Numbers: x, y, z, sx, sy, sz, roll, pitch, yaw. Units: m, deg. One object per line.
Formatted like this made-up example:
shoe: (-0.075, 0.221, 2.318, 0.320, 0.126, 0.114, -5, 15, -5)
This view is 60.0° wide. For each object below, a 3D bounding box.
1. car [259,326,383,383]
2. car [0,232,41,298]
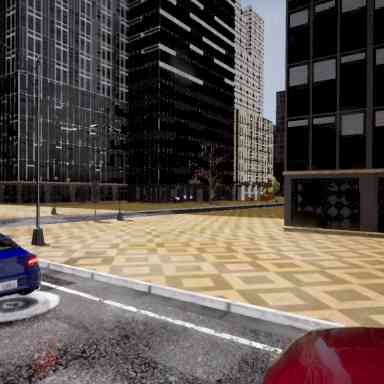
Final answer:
car: (2.419, 1.564, 1.950, 4.181, 1.385, 1.994, 0, 0, 35)
car: (-5.179, 1.523, 7.384, 4.674, 1.442, 1.812, 0, 0, 36)
